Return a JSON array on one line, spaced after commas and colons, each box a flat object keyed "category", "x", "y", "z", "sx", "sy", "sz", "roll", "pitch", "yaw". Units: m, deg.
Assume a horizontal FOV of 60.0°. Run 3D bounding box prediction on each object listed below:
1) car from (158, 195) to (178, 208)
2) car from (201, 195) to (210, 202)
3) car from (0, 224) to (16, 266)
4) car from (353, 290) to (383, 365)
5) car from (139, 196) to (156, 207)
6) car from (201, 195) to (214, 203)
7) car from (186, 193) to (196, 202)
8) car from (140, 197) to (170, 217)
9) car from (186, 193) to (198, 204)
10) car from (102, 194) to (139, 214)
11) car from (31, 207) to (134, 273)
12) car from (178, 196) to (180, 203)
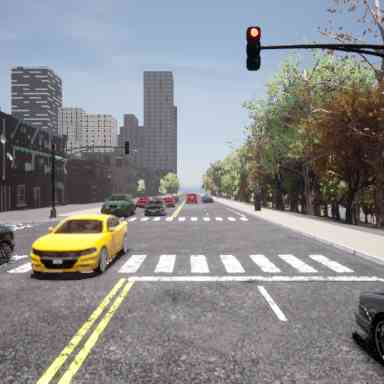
[{"category": "car", "x": -3.436, "y": 1.460, "z": 48.495, "sx": 1.882, "sy": 1.535, "sz": 5.008, "roll": 0, "pitch": 0, "yaw": 0}, {"category": "car", "x": 3.114, "y": 1.447, "z": 75.880, "sx": 1.882, "sy": 1.535, "sz": 5.008, "roll": 0, "pitch": 0, "yaw": 0}, {"category": "car", "x": -6.616, "y": 1.491, "z": 8.775, "sx": 2.128, "sy": 1.511, "sz": 4.902, "roll": 0, "pitch": 0, "yaw": 0}, {"category": "car", "x": 3.345, "y": 1.547, "z": 2.535, "sx": 2.033, "sy": 1.411, "sz": 5.357, "roll": 0, "pitch": 0, "yaw": 0}, {"category": "car", "x": -6.683, "y": 1.461, "z": 46.682, "sx": 1.882, "sy": 1.535, "sz": 5.008, "roll": 0, "pitch": 0, "yaw": 0}, {"category": "car", "x": 3.233, "y": 1.538, "z": 65.852, "sx": 1.994, "sy": 1.385, "sz": 4.181, "roll": 0, "pitch": 0, "yaw": 0}, {"category": "car", "x": -0.136, "y": 1.194, "z": 75.692, "sx": 2.150, "sy": 2.045, "sz": 5.566, "roll": 0, "pitch": 0, "yaw": 0}, {"category": "car", "x": -3.406, "y": 1.495, "z": 31.546, "sx": 1.837, "sy": 1.490, "sz": 4.892, "roll": 0, "pitch": 0, "yaw": 0}, {"category": "car", "x": -0.020, "y": 1.196, "z": 65.156, "sx": 2.150, "sy": 2.045, "sz": 5.566, "roll": 0, "pitch": 0, "yaw": 0}, {"category": "car", "x": -6.657, "y": 1.212, "z": 30.699, "sx": 2.150, "sy": 2.045, "sz": 5.566, "roll": 0, "pitch": 0, "yaw": 0}, {"category": "car", "x": -3.370, "y": 1.475, "z": 10.831, "sx": 1.882, "sy": 1.535, "sz": 5.008, "roll": 0, "pitch": 0, "yaw": 0}, {"category": "car", "x": -3.391, "y": 1.481, "z": 66.967, "sx": 1.837, "sy": 1.490, "sz": 4.892, "roll": 0, "pitch": 0, "yaw": 0}]
